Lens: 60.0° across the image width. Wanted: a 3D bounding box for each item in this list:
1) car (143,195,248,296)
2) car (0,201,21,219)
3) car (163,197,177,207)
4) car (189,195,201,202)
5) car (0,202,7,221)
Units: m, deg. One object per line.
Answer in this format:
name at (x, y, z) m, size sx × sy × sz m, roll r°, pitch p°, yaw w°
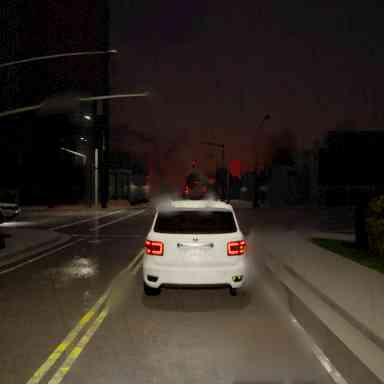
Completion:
car at (0.081, 1.221, 8.796) m, size 2.150 × 2.045 × 5.566 m, roll 0°, pitch 0°, yaw 0°
car at (-17.293, 1.339, 27.540) m, size 5.566 × 2.045 × 2.150 m, roll -1°, pitch 0°, yaw 0°
car at (-3.521, 1.564, 52.941) m, size 1.994 × 1.385 × 4.181 m, roll 0°, pitch 0°, yaw 0°
car at (0.852, 1.465, 78.667) m, size 1.882 × 1.535 × 5.008 m, roll 0°, pitch 0°, yaw 12°
car at (-16.215, 1.667, 24.044) m, size 4.181 × 1.385 × 1.994 m, roll -1°, pitch 0°, yaw 0°
